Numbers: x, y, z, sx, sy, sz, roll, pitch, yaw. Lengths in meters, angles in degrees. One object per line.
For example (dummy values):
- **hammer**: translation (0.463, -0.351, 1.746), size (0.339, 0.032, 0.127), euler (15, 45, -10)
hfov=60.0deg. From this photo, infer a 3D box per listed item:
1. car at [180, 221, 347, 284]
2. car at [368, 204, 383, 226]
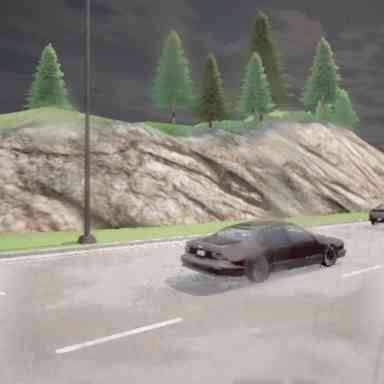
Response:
- **car**: translation (2.251, 1.551, 9.648), size (5.357, 1.411, 2.033), euler (0, 0, -36)
- **car**: translation (13.644, 1.505, 22.100), size (4.902, 1.511, 2.128), euler (0, 0, -36)
